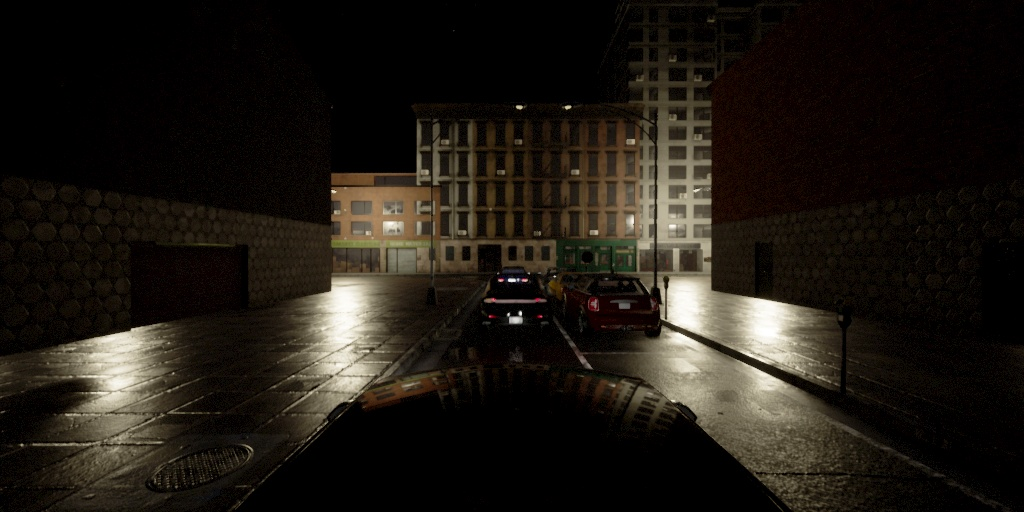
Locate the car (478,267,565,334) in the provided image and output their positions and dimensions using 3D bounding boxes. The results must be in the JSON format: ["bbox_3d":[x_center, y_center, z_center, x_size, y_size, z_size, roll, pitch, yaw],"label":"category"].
[{"bbox_3d":[0.073,1.240,10.565,2.128,1.511,4.902,0,0,0],"label":"car"}]

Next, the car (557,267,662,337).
[{"bbox_3d":[2.611,1.188,10.267,1.967,1.591,4.097,0,0,0],"label":"car"}]

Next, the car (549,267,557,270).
[{"bbox_3d":[2.592,1.273,15.913,1.751,1.417,4.829,0,0,0],"label":"car"}]
